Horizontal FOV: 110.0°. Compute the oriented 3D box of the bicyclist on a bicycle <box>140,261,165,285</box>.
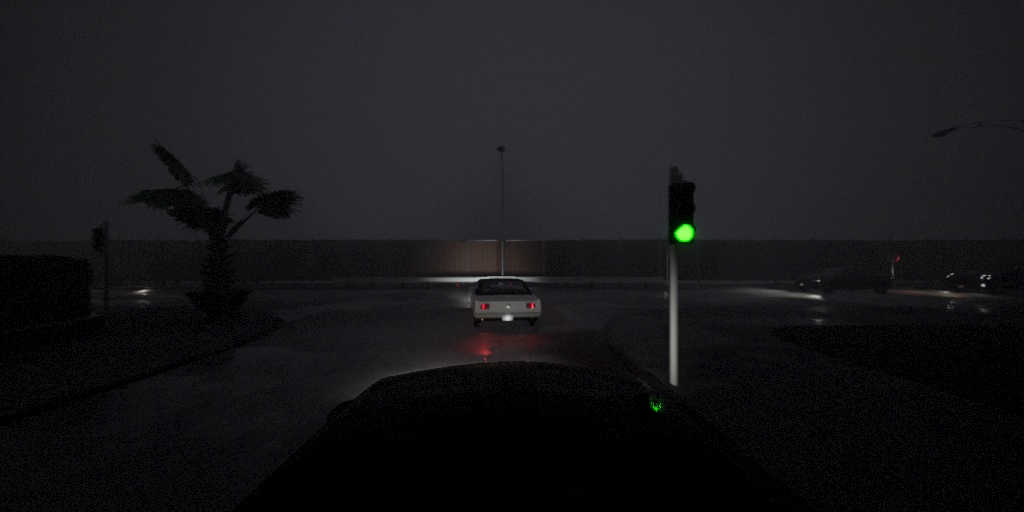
[{"bbox_3d":[-24.150,1.002,23.968,0.582,1.620,1.656,0,31,0],"label":"bicyclist on a bicycle"}]

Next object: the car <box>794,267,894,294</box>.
[{"bbox_3d":[18.511,1.312,20.061,4.674,1.442,1.812,0,0,-1],"label":"car"}]

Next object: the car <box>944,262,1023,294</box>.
[{"bbox_3d":[27.389,1.138,20.101,4.553,1.767,2.097,0,0,0],"label":"car"}]

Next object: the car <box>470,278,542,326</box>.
[{"bbox_3d":[-0.410,1.371,11.781,1.895,1.301,4.718,0,0,-8],"label":"car"}]
